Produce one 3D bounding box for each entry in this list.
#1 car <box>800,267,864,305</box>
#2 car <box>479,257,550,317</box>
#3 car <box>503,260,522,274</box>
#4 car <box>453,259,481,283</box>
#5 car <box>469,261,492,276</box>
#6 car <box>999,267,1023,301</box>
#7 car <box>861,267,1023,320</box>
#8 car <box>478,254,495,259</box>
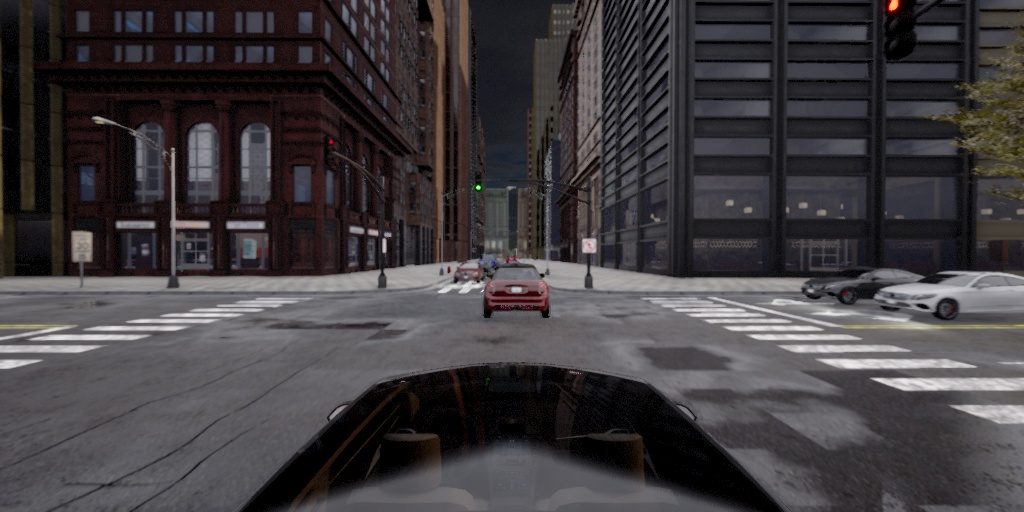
[{"bbox_3d":[14.686,1.179,14.851,4.674,1.442,1.812,0,1,0],"label":"car"},{"bbox_3d":[0.151,1.040,13.020,2.097,1.767,4.553,0,0,0],"label":"car"},{"bbox_3d":[0.068,1.159,39.880,1.994,1.385,4.181,0,0,0],"label":"car"},{"bbox_3d":[-3.078,1.156,26.447,1.812,1.442,4.674,0,0,0],"label":"car"},{"bbox_3d":[-3.093,1.200,35.804,1.895,1.301,4.718,0,0,0],"label":"car"},{"bbox_3d":[24.276,1.206,14.878,5.357,1.411,2.033,0,1,0],"label":"car"},{"bbox_3d":[14.653,1.208,11.608,4.674,1.442,1.812,0,1,1],"label":"car"},{"bbox_3d":[-3.058,0.791,45.647,2.150,2.045,5.566,0,0,0],"label":"car"}]
